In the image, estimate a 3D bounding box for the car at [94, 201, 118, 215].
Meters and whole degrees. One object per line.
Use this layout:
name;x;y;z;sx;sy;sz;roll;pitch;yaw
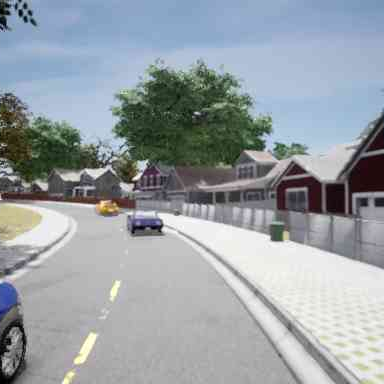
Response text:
car;-9.875;1.767;38.016;1.882;1.535;5.008;1;0;-27

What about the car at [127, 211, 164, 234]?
car;-3.105;1.836;21.212;1.895;1.301;4.718;0;0;-15

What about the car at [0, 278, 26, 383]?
car;-3.089;1.396;2.359;2.097;1.767;4.553;0;-1;-4
